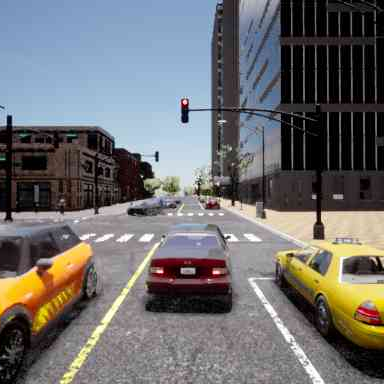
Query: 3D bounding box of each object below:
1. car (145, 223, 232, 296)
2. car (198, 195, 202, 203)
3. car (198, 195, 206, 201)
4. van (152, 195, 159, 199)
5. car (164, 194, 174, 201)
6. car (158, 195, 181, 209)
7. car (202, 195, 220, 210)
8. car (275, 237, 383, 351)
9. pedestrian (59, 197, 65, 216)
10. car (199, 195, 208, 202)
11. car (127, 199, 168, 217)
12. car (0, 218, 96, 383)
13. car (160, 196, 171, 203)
[{"bbox_3d":[0.073,1.550,8.835,2.033,1.411,5.357,0,0,3],"label":"car"},{"bbox_3d":[2.683,1.552,72.007,1.752,1.417,4.829,1,0,0],"label":"car"},{"bbox_3d":[2.679,1.578,88.441,1.887,1.381,4.507,1,0,0],"label":"car"},{"bbox_3d":[-5.690,1.361,55.244,1.690,1.788,3.998,1,0,0],"label":"van"},{"bbox_3d":[-5.697,1.346,82.915,2.192,1.841,5.009,1,0,0],"label":"car"},{"bbox_3d":[-3.110,1.508,46.252,2.128,1.511,4.902,0,0,0],"label":"car"},{"bbox_3d":[2.691,1.455,44.162,1.967,1.590,4.097,1,0,0],"label":"car"},{"bbox_3d":[2.837,1.527,6.384,1.752,1.417,4.829,1,0,0],"label":"car"},{"bbox_3d":[-12.553,1.368,32.153,0.375,1.860,0.375,0,0,1],"label":"pedestrian"},{"bbox_3d":[2.682,1.554,77.541,1.752,1.417,4.829,1,0,0],"label":"car"},{"bbox_3d":[-4.341,1.612,31.701,1.895,1.301,4.718,0,0,17],"label":"car"},{"bbox_3d":[-3.103,1.353,5.234,2.097,1.767,4.553,0,0,0],"label":"car"},{"bbox_3d":[-5.698,1.593,71.847,1.947,1.339,4.313,1,0,0],"label":"car"}]
